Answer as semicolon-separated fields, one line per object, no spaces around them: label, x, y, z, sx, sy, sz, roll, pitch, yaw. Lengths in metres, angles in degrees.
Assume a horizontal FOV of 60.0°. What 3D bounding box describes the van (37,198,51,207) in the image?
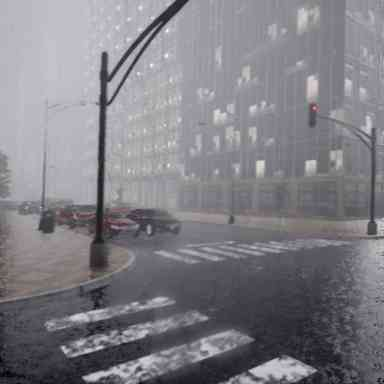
van;-30.752;2.093;69.051;1.690;1.788;3.998;1;-1;-36

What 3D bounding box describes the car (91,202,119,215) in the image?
car;-10.919;2.049;41.519;1.752;1.417;4.829;1;-1;-36

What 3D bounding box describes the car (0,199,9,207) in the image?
car;-34.230;2.010;59.540;2.008;1.369;4.403;1;-1;-36

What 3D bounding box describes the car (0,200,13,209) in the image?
car;-30.907;1.965;54.930;1.887;1.381;4.507;1;-1;-36

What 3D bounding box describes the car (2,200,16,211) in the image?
car;-24.262;1.895;45.707;2.008;1.369;4.403;1;-1;-36

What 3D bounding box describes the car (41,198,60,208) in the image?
car;-27.430;2.029;64.440;2.192;1.841;5.009;1;-1;-36

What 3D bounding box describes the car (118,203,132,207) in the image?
car;-7.496;1.925;36.771;1.967;1.590;4.097;1;-1;-36

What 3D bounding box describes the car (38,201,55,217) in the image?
car;-10.872;1.716;27.125;1.752;1.417;4.829;1;-1;-36

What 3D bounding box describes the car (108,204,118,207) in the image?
car;-8.280;1.769;27.972;1.837;1.490;4.892;2;-2;-36

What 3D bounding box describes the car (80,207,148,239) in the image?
car;-4.327;1.698;18.040;1.802;1.307;4.206;1;-1;-36

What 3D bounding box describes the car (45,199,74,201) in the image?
car;-14.313;1.826;36.365;2.128;1.511;4.902;2;-2;-35

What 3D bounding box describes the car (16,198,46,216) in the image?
car;-17.616;1.708;36.487;1.967;1.590;4.097;1;-1;-36

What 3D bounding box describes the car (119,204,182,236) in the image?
car;-2.404;1.702;19.814;1.837;1.490;4.892;2;-2;-34

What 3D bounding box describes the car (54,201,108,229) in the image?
car;-7.648;1.594;22.653;1.967;1.590;4.097;1;-1;-36

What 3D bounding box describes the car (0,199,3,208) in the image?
car;-27.585;1.949;50.318;1.947;1.339;4.313;1;-1;-36

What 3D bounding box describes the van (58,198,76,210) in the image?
van;-20.785;1.979;55.217;1.690;1.788;3.998;1;-1;-36
